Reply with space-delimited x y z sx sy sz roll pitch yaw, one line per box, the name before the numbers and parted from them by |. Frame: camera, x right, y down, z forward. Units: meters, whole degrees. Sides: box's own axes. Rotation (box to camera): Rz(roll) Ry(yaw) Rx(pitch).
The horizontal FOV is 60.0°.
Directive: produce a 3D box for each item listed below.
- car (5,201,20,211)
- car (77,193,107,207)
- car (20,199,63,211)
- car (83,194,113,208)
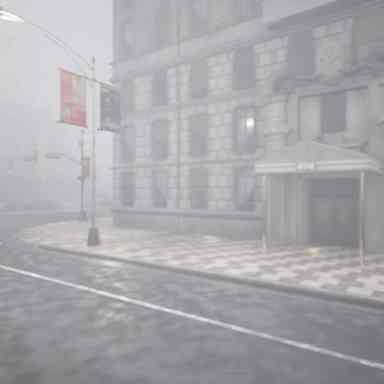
car | -20.740 1.570 42.489 2.033 1.411 5.357 0 0 36
car | -14.790 1.242 50.737 2.150 2.045 5.566 0 0 36
car | -17.946 1.584 40.379 1.994 1.385 4.181 0 0 35
car | -12.808 1.496 47.507 1.882 1.535 5.008 0 0 36
